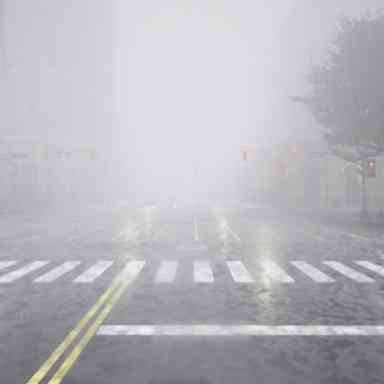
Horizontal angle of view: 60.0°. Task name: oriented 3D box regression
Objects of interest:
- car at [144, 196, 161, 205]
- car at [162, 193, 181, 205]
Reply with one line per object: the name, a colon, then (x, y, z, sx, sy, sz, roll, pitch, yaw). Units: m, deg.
car: (-7.071, 1.588, 57.373, 1.994, 1.385, 4.181, 0, 0, 0)
car: (-3.571, 1.377, 57.701, 2.097, 1.767, 4.553, 0, 0, 0)
